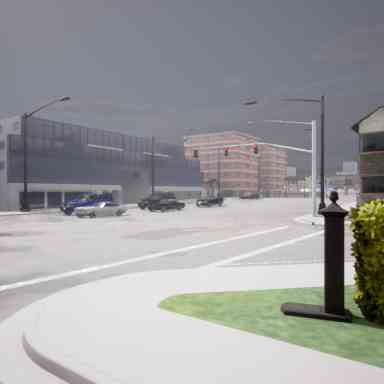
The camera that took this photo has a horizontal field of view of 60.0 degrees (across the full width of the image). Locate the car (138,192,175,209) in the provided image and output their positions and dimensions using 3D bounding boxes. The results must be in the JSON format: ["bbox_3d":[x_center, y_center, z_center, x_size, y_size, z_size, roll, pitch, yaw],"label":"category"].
[{"bbox_3d":[-4.219,1.072,41.408,2.150,2.045,5.566,0,1,36],"label":"car"}]

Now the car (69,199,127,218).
[{"bbox_3d":[-8.124,1.555,29.736,1.895,1.301,4.718,0,0,35],"label":"car"}]

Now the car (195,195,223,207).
[{"bbox_3d":[2.403,1.217,44.756,2.128,1.511,4.902,0,1,35],"label":"car"}]

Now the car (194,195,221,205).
[{"bbox_3d":[2.506,1.194,51.001,1.895,1.301,4.718,0,2,35],"label":"car"}]

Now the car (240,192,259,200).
[{"bbox_3d":[10.953,0.784,62.982,2.033,1.411,5.357,0,1,36],"label":"car"}]

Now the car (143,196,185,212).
[{"bbox_3d":[-2.866,1.493,37.240,1.895,1.301,4.718,0,1,35],"label":"car"}]

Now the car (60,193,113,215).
[{"bbox_3d":[-10.160,1.171,32.933,2.150,2.045,5.566,0,0,35],"label":"car"}]
